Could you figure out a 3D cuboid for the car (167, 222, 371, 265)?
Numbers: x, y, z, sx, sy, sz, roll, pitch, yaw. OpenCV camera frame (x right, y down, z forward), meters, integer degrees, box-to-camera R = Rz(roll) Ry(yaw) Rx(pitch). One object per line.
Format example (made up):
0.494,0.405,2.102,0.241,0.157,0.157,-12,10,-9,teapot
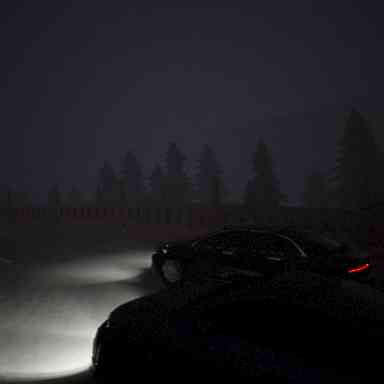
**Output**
1.271,1.443,7.384,4.892,1.490,1.837,2,1,35,car

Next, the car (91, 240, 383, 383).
0.926,1.543,3.332,4.181,1.385,1.994,1,1,35,car
